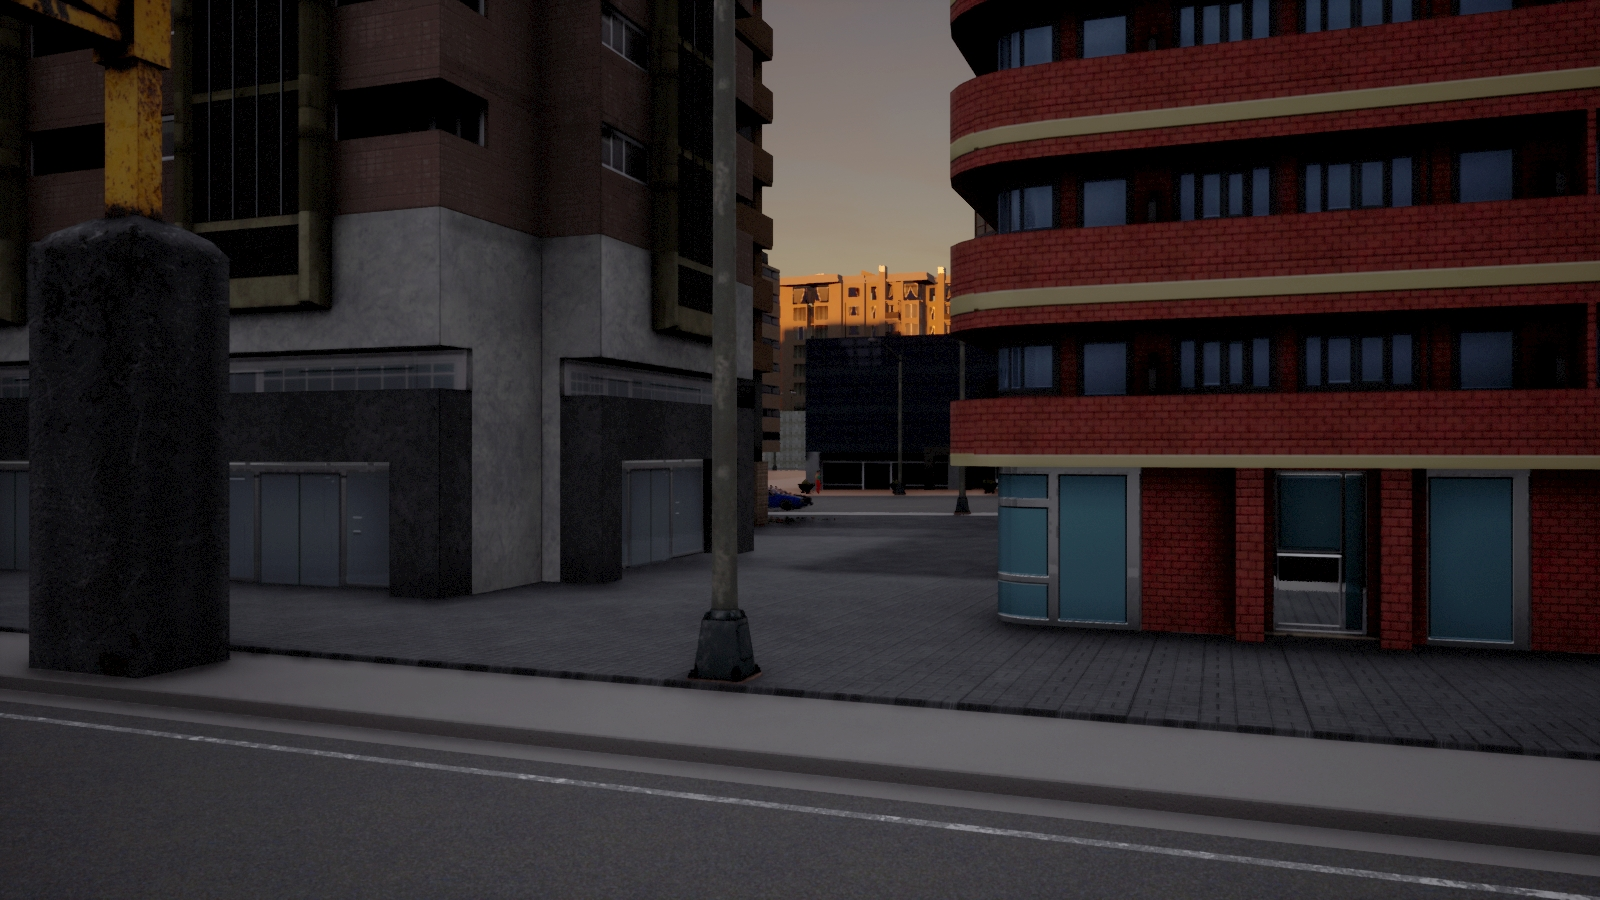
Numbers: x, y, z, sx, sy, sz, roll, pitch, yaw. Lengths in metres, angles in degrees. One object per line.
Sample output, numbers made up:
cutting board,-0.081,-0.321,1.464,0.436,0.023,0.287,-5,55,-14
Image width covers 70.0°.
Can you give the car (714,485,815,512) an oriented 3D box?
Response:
car,-2.000,2.730,64.674,5.357,1.411,2.033,-1,0,20
